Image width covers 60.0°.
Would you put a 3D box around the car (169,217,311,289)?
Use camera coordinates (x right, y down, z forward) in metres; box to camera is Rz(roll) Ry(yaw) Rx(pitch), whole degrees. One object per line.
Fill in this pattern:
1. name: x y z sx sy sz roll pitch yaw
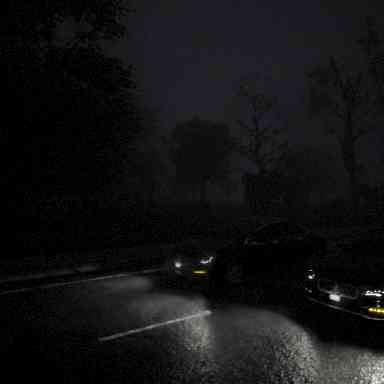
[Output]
1. car: 1.695 1.486 9.228 4.892 1.490 1.837 0 0 -33

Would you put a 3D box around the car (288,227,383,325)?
1. car: 4.402 1.492 6.824 4.892 1.490 1.837 0 0 -33
